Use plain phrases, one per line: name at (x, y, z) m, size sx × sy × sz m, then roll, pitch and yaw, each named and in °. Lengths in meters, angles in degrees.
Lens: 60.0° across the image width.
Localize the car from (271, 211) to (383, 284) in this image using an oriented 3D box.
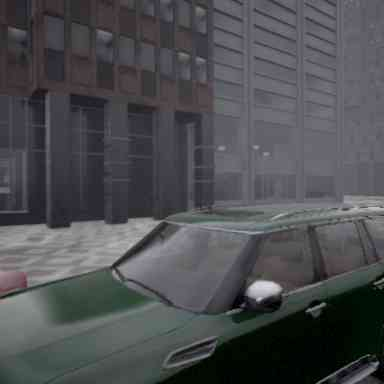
car at (4.665, 1.424, 9.921) m, size 4.829 × 1.417 × 1.752 m, roll -1°, pitch 1°, yaw -35°

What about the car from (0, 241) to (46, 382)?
car at (-4.231, 1.557, 3.655) m, size 4.507 × 1.381 × 1.887 m, roll -1°, pitch 1°, yaw -35°

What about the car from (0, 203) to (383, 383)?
car at (0.557, 1.193, 3.760) m, size 5.566 × 2.045 × 2.150 m, roll -1°, pitch 0°, yaw -35°
